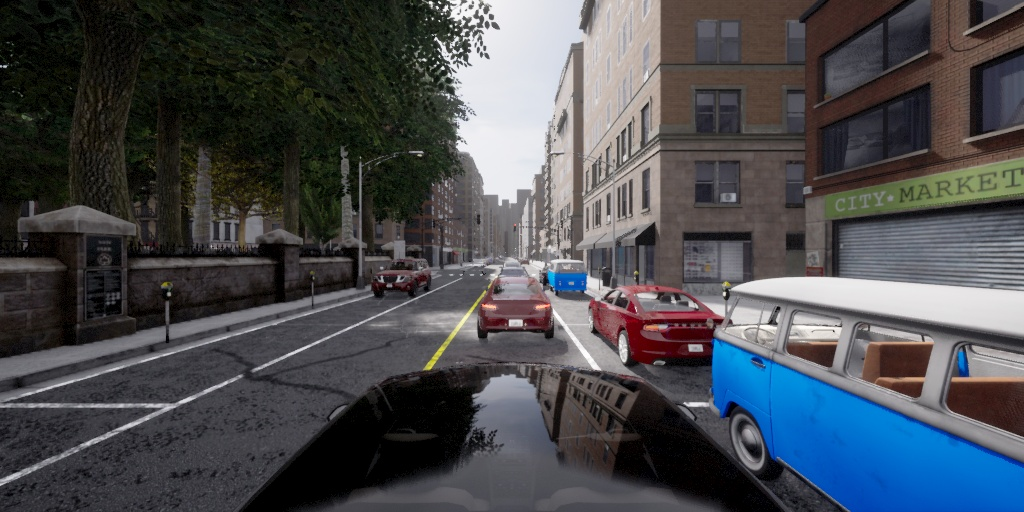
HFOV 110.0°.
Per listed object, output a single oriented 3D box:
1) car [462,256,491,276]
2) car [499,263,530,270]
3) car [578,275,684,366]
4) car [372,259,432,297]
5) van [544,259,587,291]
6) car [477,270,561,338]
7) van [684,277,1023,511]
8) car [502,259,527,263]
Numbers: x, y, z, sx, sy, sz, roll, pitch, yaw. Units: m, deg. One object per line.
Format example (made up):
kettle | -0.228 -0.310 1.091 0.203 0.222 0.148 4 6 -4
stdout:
car | -2.992 0.876 29.584 1.812 1.442 4.674 0 0 0
car | 0.102 1.292 19.585 2.033 1.411 5.357 0 0 1
car | 2.858 1.294 7.804 1.888 1.381 4.507 0 0 0
car | -5.663 1.060 19.087 2.192 1.841 5.009 0 0 0
van | 2.861 1.086 19.125 1.690 1.789 3.998 0 0 0
car | 0.097 1.275 10.006 1.812 1.442 4.674 0 0 0
van | 2.857 1.091 2.143 1.690 1.789 3.998 0 0 0
car | 0.011 1.242 29.329 1.837 1.490 4.892 0 0 0
